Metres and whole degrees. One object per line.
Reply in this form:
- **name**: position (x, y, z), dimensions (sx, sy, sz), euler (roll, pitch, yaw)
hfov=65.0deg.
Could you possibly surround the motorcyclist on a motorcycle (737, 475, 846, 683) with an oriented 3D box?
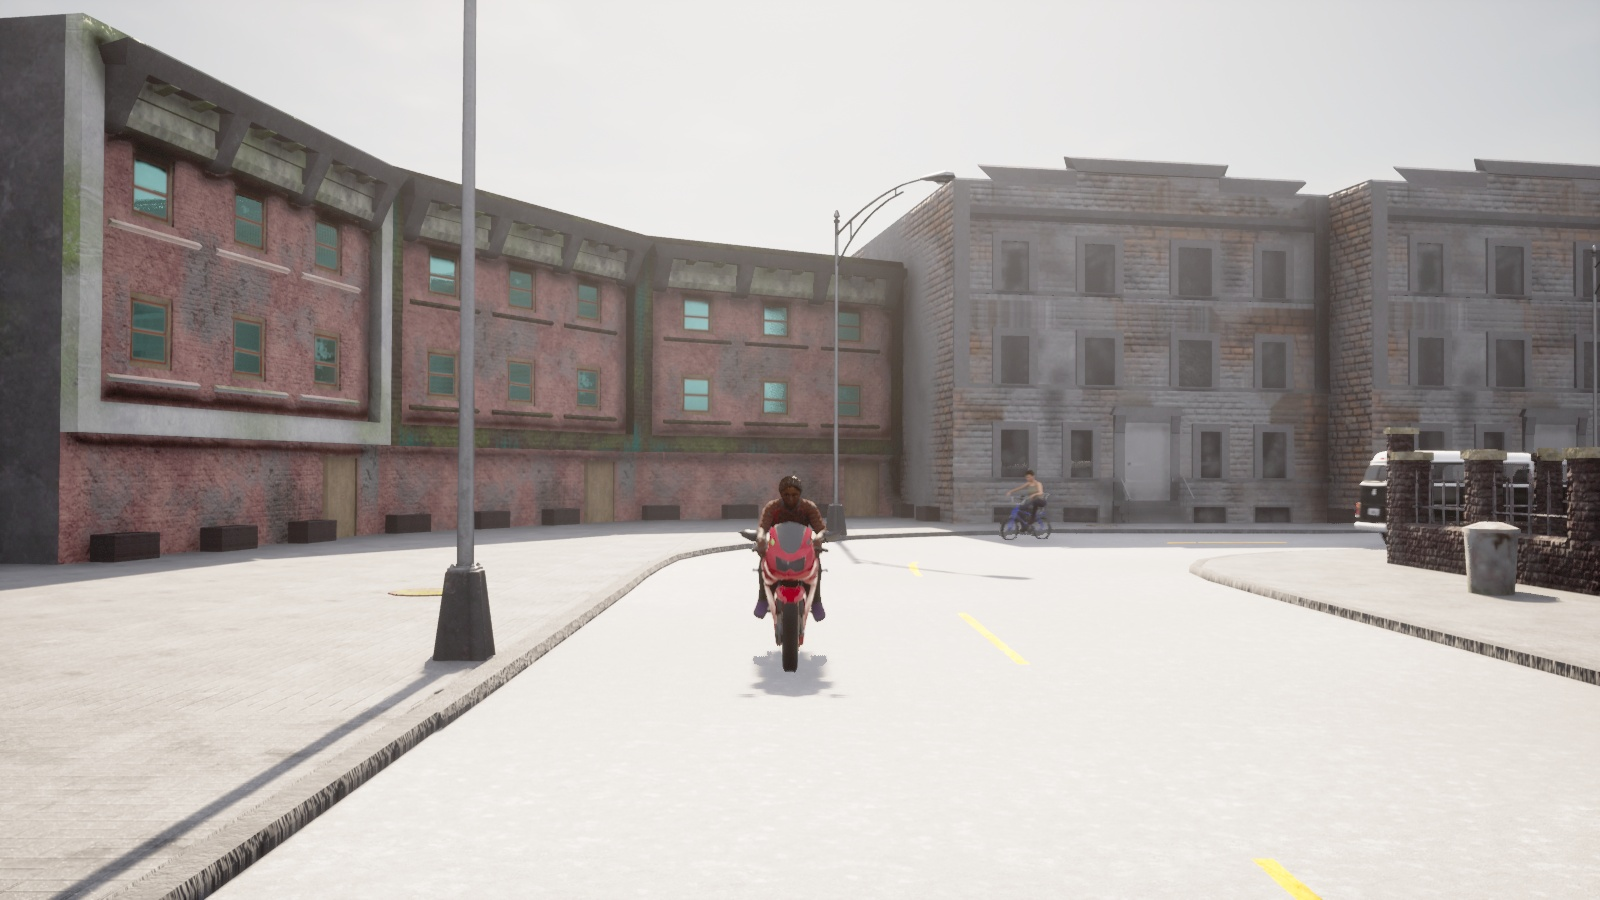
- **motorcyclist on a motorcycle**: position (-0.072, 0.970, 10.293), dimensions (0.797, 1.523, 2.044), euler (0, -1, -1)

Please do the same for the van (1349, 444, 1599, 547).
- **van**: position (14.151, 0.920, 26.159), dimensions (4.480, 2.038, 2.069), euler (0, -1, -2)

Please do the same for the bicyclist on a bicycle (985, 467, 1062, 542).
- **bicyclist on a bicycle**: position (5.067, 1.209, 28.462), dimensions (1.509, 1.612, 0.866), euler (0, 1, -32)
